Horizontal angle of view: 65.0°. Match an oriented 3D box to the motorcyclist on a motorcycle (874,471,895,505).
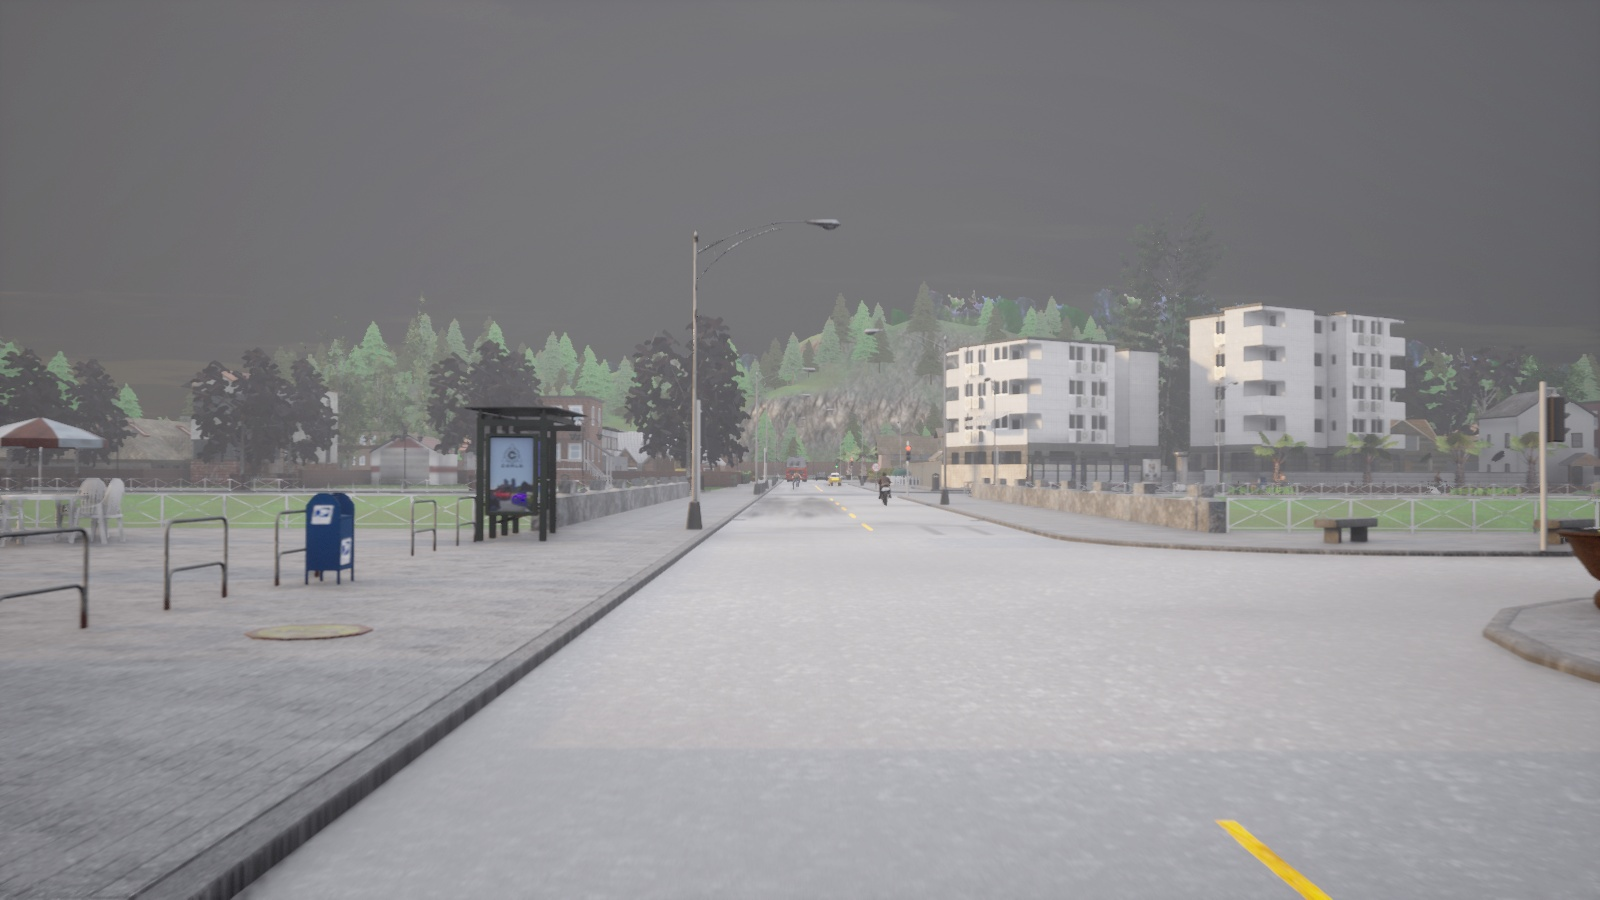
[{"bbox_3d":[3.859,1.741,57.337,0.797,1.523,2.044,0,-1,0],"label":"motorcyclist on a motorcycle"}]
